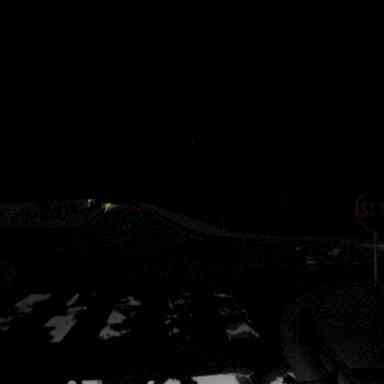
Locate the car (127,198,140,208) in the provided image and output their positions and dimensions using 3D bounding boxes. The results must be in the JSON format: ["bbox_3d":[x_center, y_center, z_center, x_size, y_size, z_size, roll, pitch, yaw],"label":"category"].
[{"bbox_3d":[-10.520,2.095,60.372,1.882,1.535,5.008,0,-1,-12],"label":"car"}]

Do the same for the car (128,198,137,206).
[{"bbox_3d":[-12.641,2.100,70.576,1.837,1.490,4.892,0,-1,-12],"label":"car"}]
